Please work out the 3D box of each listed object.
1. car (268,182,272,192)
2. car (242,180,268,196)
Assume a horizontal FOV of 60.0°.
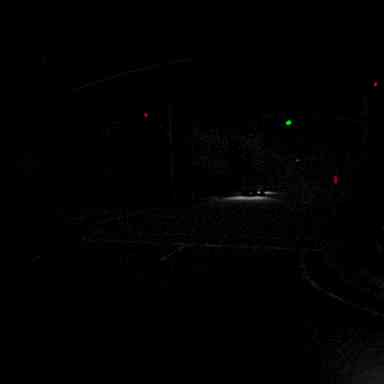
[{"bbox_3d":[10.284,-0.809,47.404,2.033,1.411,5.357,0,3,18],"label":"car"},{"bbox_3d":[7.008,-0.518,37.617,2.097,1.767,4.553,0,3,19],"label":"car"}]
